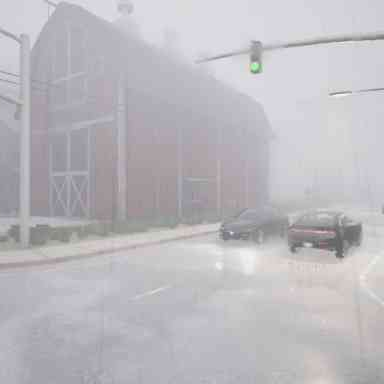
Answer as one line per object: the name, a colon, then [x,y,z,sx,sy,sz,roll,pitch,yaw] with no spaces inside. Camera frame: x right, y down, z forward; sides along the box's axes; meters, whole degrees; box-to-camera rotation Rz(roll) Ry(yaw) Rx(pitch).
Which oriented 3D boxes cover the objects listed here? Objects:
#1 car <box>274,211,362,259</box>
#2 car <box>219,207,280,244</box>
car: [5.244,1.509,12.850,2.128,1.511,4.902,0,0,36]
car: [3.120,1.503,16.037,1.837,1.490,4.892,0,0,36]
